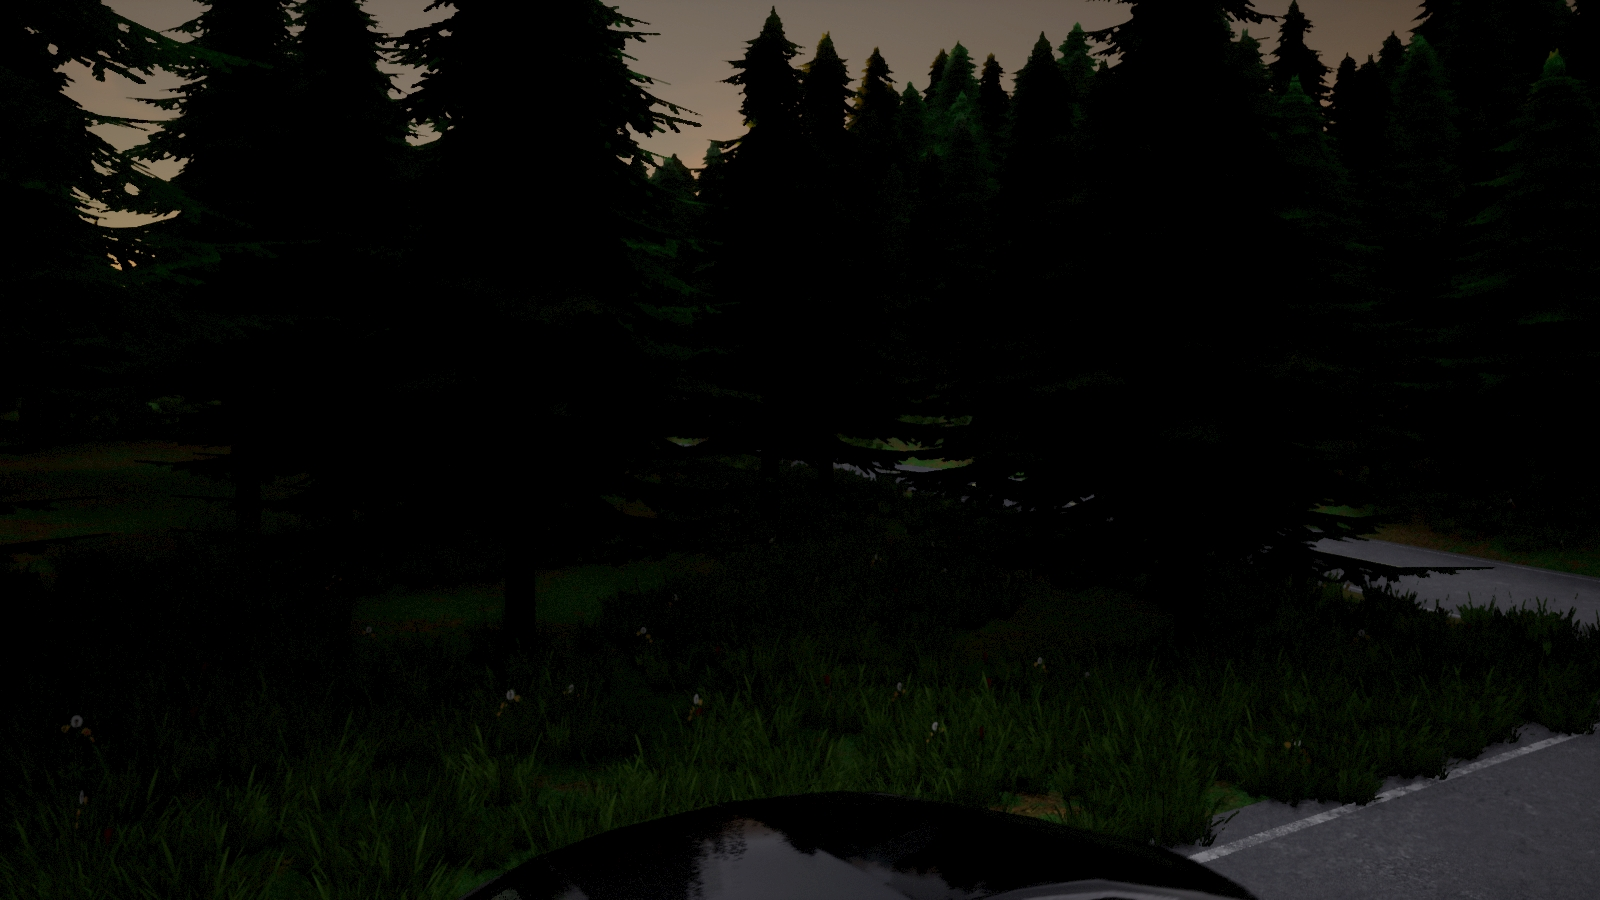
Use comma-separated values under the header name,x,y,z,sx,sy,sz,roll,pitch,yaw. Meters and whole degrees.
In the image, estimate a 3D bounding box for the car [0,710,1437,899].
name,x,y,z,sx,sy,sz,roll,pitch,yaw
car,-0.337,2.062,3.528,4.792,1.488,2.163,0,0,-35
